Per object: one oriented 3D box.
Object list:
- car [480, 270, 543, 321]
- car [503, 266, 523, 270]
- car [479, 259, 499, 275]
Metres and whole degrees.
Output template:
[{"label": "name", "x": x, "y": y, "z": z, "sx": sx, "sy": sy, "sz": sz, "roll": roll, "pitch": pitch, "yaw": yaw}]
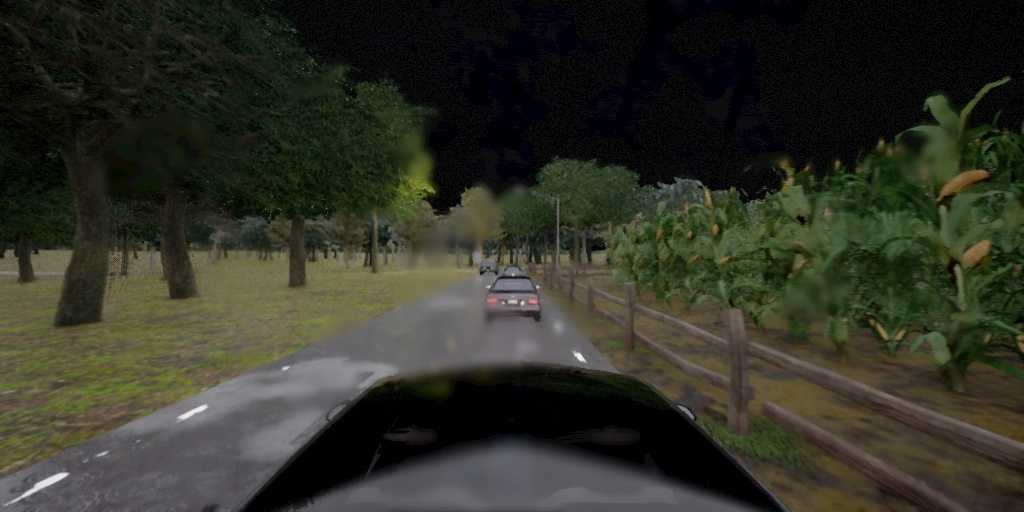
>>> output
[{"label": "car", "x": 0.067, "y": 1.407, "z": 12.868, "sx": 2.033, "sy": 1.411, "sz": 5.357, "roll": 0, "pitch": -1, "yaw": 0}, {"label": "car", "x": 0.087, "y": 1.599, "z": 32.912, "sx": 1.994, "sy": 1.385, "sz": 4.181, "roll": 0, "pitch": 0, "yaw": 0}, {"label": "car", "x": -2.835, "y": 1.349, "z": 45.073, "sx": 2.150, "sy": 2.045, "sz": 5.566, "roll": 0, "pitch": 0, "yaw": 0}]
